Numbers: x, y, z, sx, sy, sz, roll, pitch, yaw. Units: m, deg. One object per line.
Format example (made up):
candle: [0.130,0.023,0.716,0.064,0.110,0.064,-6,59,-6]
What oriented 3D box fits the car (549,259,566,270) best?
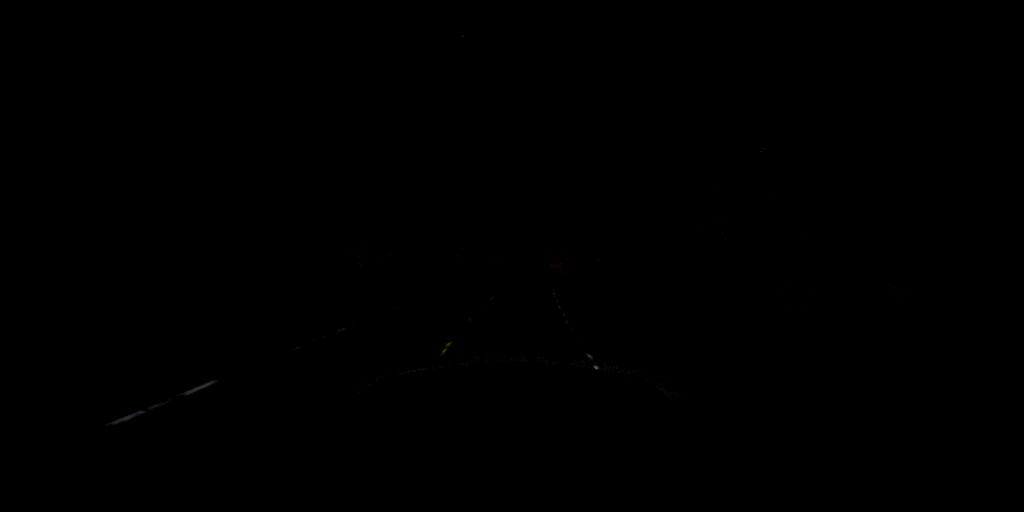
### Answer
car: [7.050,1.302,55.101,2.097,1.767,4.553,1,0,14]
